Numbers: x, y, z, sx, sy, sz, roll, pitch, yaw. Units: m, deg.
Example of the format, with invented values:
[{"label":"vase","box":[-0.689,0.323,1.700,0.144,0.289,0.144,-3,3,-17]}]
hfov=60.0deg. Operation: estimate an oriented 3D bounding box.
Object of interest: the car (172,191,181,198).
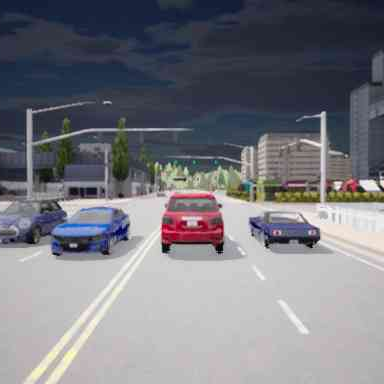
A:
[{"label":"car","box":[-3.488,0.562,75.351,1.994,1.385,4.181,0,1,0]}]

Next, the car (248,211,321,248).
[{"label":"car","box":[3.564,1.418,13.760,1.895,1.301,4.718,0,1,0]}]

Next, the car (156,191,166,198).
[{"label":"car","box":[-6.988,0.533,75.350,1.812,1.442,4.674,0,1,0]}]

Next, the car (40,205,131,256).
[{"label":"car","box":[-3.576,1.311,12.566,1.882,1.535,5.008,0,1,0]}]

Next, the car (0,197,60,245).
[{"label":"car","box":[-7.066,1.160,14.383,2.097,1.767,4.553,0,1,0]}]

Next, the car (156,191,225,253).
[{"label":"car","box":[0.055,1.047,13.074,2.150,2.045,5.566,0,1,1]}]
